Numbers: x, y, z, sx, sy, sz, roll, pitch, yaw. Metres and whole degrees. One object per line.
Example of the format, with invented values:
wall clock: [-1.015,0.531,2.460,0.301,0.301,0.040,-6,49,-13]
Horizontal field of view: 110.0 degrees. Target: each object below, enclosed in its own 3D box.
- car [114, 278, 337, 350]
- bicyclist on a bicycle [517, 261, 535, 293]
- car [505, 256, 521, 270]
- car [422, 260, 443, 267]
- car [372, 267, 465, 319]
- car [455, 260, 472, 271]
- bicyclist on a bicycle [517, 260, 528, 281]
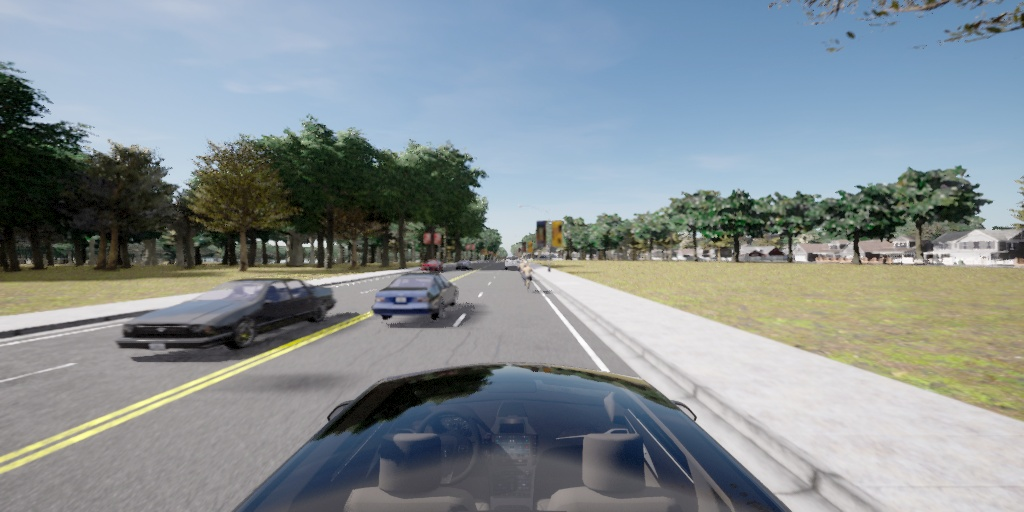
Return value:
car: [-6.598,1.293,9.329,2.033,1.411,5.357,0,0,0]
bicyclist on a bicycle: [0.881,1.179,19.835,0.866,1.612,1.509,0,0,0]
car: [0.107,0.963,53.531,2.150,2.045,5.566,0,0,0]
car: [-9.823,1.218,44.525,1.882,1.535,5.008,0,0,0]
car: [-3.147,1.291,12.685,2.033,1.411,5.357,0,0,0]
car: [-6.569,1.288,49.386,2.033,1.411,5.357,0,0,0]
bicyclist on a bicycle: [0.879,1.178,29.608,0.866,1.612,1.509,0,0,0]
